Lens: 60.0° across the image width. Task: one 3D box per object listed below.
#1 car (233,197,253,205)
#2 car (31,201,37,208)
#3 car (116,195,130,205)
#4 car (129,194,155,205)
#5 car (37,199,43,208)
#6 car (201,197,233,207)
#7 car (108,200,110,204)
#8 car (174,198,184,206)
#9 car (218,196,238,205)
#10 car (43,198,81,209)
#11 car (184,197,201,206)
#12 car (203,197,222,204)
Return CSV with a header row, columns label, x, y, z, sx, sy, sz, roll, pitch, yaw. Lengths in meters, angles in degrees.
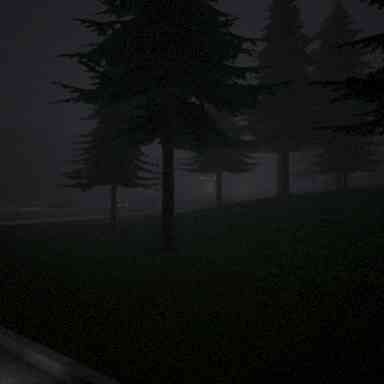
label,x,y,z,sx,sy,sz,roll,pitch,yaw
car,9.994,1.697,63.641,1.994,1.385,4.181,0,0,35
car,-23.675,1.759,54.028,1.812,1.442,4.674,0,0,35
car,-11.472,1.435,65.261,2.150,2.045,5.566,0,1,35
car,-9.001,1.554,62.738,2.097,1.767,4.553,0,0,36
car,-20.892,1.695,51.927,1.882,1.535,5.008,0,0,35
car,4.193,1.623,55.275,2.128,1.511,4.902,0,0,36
car,-14.643,1.713,66.819,1.882,1.535,5.008,0,0,35
car,-1.491,1.765,59.361,1.895,1.301,4.718,0,0,36
car,7.136,1.627,65.661,1.882,1.535,5.008,0,0,35
car,-18.796,1.802,48.846,1.895,1.301,4.718,0,0,35
car,1.257,1.626,57.185,1.882,1.535,5.008,0,0,35
car,4.256,1.726,67.649,1.994,1.385,4.181,0,0,35
